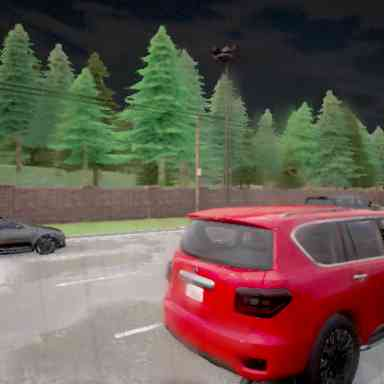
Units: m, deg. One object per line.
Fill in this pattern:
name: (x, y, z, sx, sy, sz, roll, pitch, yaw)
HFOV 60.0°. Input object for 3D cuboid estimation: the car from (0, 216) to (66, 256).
car: (-6.738, 1.566, 11.837, 4.181, 1.385, 1.994, 0, 0, -35)

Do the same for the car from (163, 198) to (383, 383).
car: (2.210, 1.225, 5.324, 5.566, 2.045, 2.150, 0, 0, -35)

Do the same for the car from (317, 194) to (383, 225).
car: (12.087, 1.234, 25.268, 5.566, 2.045, 2.150, 0, 0, -36)

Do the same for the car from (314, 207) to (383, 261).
car: (7.143, 1.484, 13.141, 5.008, 1.535, 1.882, 0, 0, -36)

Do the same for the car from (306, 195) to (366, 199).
car: (8.242, 1.231, 18.224, 5.566, 2.045, 2.150, 0, 0, -35)
